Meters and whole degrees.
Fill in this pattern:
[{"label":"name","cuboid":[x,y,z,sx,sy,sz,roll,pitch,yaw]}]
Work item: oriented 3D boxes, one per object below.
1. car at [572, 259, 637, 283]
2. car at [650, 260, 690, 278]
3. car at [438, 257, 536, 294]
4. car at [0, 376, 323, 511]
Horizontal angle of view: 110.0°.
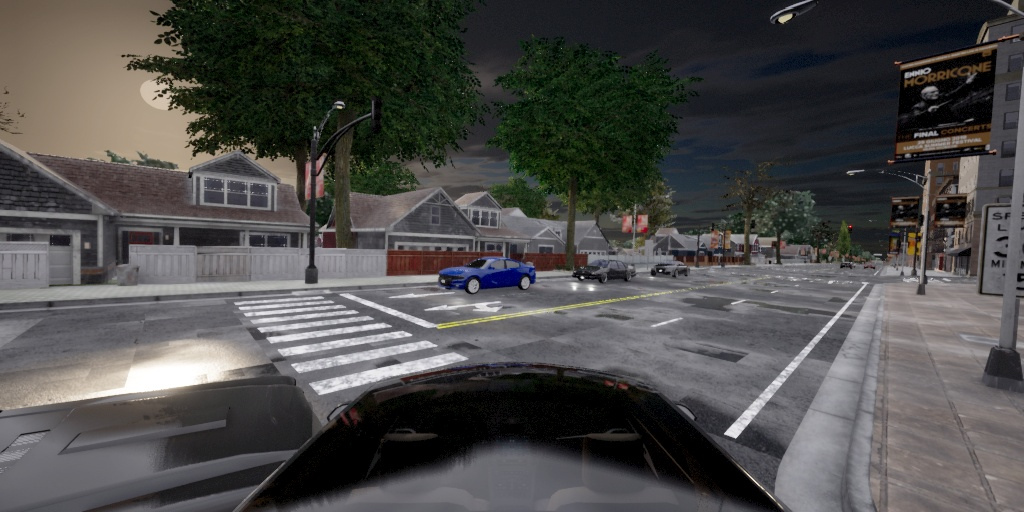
[{"label":"car","cuboid":[6.178,0.932,23.417,5.357,1.411,2.033,1,2,-44]},{"label":"car","cuboid":[13.416,1.023,30.296,4.181,1.385,1.994,1,2,-44]},{"label":"car","cuboid":[-1.029,0.791,16.540,5.008,1.535,1.882,1,2,-44]},{"label":"car","cuboid":[-3.316,1.279,1.368,4.718,1.301,1.895,1,2,-34]}]
